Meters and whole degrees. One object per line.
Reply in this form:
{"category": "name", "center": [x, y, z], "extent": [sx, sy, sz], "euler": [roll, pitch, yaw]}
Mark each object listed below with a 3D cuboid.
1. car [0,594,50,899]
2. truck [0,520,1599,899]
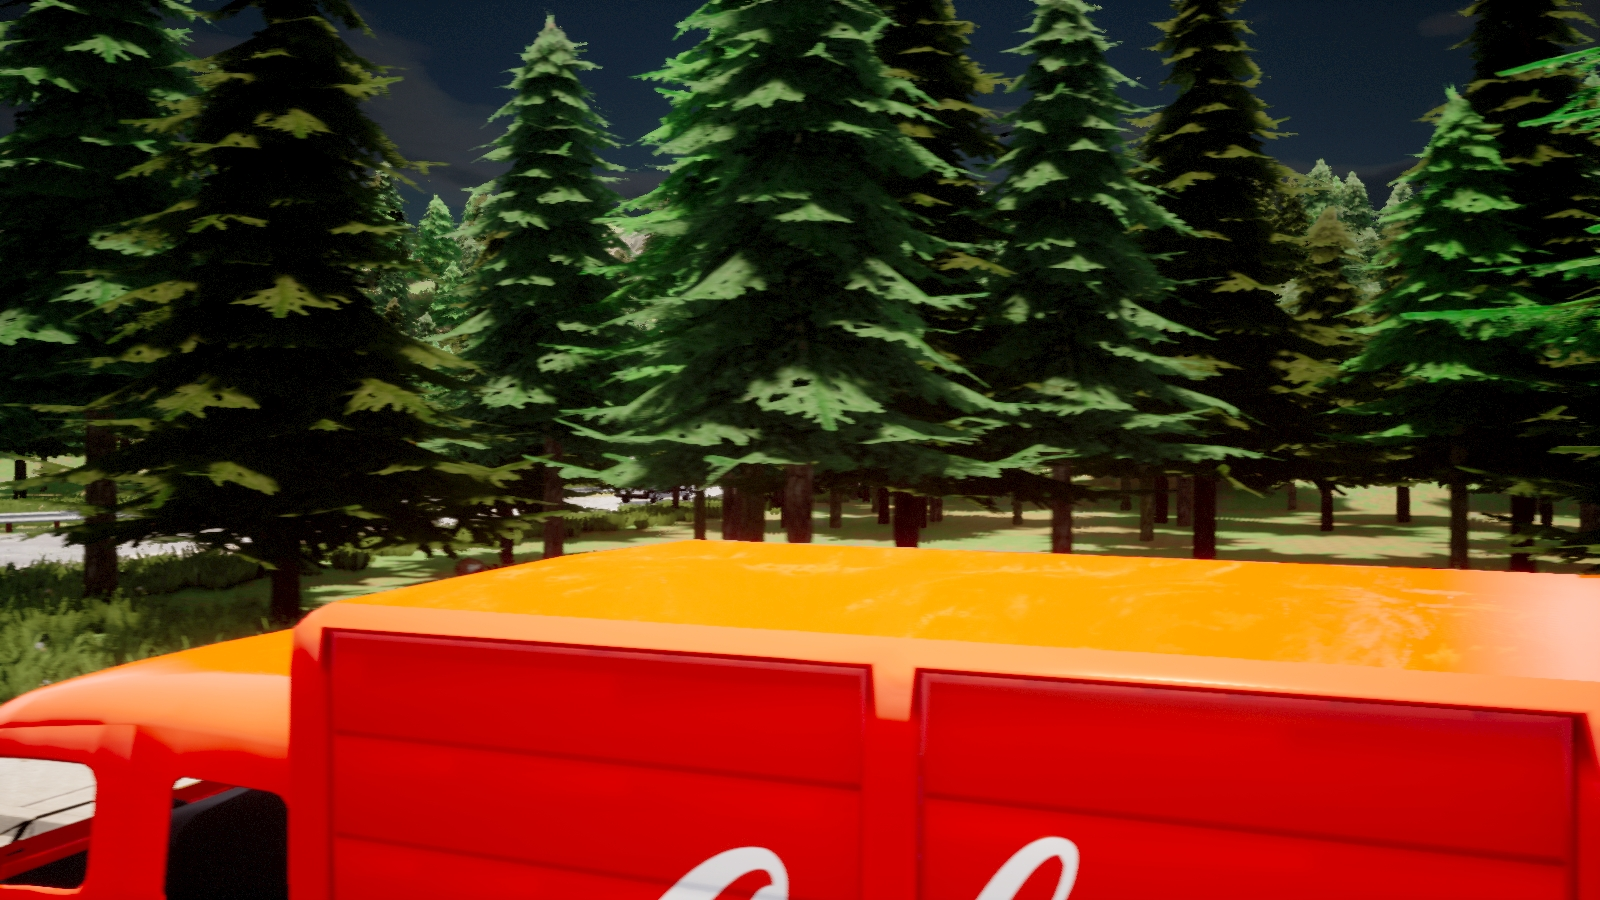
{"category": "car", "center": [-6.853, 1.779, 5.838], "extent": [5.566, 2.045, 2.150], "euler": [0, 0, 20]}
{"category": "truck", "center": [-0.091, 1.568, 3.350], "extent": [5.204, 2.467, 2.627], "euler": [0, 0, 20]}
